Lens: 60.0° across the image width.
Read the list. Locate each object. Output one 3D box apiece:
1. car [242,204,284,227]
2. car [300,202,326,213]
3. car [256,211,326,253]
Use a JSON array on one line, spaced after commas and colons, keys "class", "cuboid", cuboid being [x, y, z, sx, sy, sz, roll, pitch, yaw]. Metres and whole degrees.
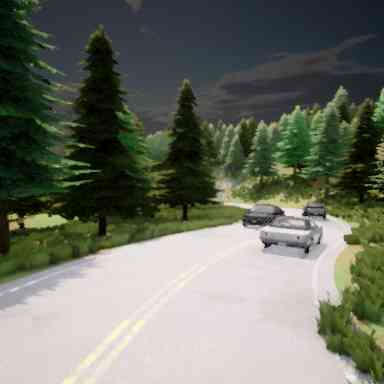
[{"class": "car", "cuboid": [4.888, 1.543, 22.169, 1.882, 1.535, 5.008, 3, 0, 27]}, {"class": "car", "cuboid": [11.538, 1.732, 31.782, 2.128, 1.511, 4.902, 2, 0, 13]}, {"class": "car", "cuboid": [4.552, 1.750, 14.697, 1.895, 1.301, 4.718, 4, 1, 29]}]
